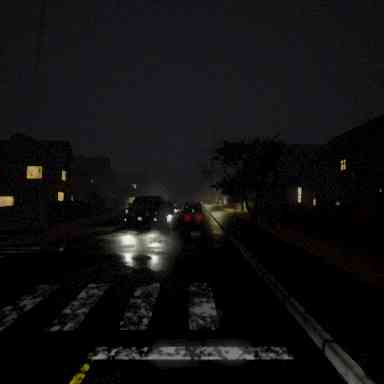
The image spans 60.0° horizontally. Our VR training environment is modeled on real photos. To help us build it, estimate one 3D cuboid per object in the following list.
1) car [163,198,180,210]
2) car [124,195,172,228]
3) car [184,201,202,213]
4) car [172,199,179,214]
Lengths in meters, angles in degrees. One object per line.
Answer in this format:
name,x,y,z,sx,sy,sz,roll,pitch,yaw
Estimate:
car,-2.835,1.660,47.304,2.033,1.411,5.357,0,0,1
car,-2.972,1.254,22.627,2.150,2.045,5.566,0,0,3
car,0.099,1.673,37.348,1.895,1.301,4.718,0,0,0
car,-2.850,1.615,35.766,2.033,1.411,5.357,0,0,0
